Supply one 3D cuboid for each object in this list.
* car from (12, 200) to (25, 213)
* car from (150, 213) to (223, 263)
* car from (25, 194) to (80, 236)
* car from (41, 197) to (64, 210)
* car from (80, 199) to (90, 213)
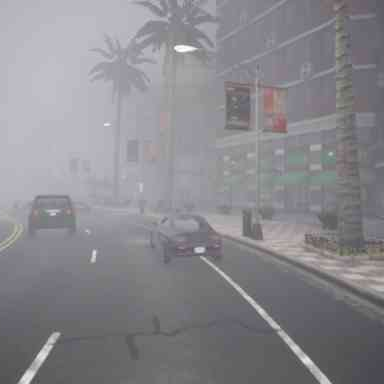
[{"bbox_3d":[-17.501,1.433,34.641,1.895,1.301,4.718,0,0,-33],"label":"car"},{"bbox_3d":[-0.340,1.462,11.663,1.812,1.442,4.674,0,0,-14],"label":"car"},{"bbox_3d":[-7.605,1.132,18.071,2.150,2.045,5.566,0,0,-23],"label":"car"},{"bbox_3d":[-17.057,1.325,40.596,1.812,1.442,4.674,0,0,-33],"label":"car"},{"bbox_3d":[-11.864,1.395,33.501,1.994,1.385,4.181,0,0,-39],"label":"car"}]
